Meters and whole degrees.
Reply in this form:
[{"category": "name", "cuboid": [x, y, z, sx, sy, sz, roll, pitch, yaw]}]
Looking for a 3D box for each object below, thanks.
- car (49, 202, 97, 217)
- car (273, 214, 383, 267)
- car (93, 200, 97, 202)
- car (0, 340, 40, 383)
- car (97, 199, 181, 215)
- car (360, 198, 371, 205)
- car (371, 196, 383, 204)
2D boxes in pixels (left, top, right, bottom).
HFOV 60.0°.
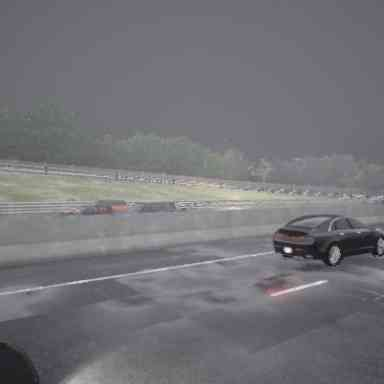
[{"category": "car", "cuboid": [-6.301, 1.557, 20.987, 5.357, 1.411, 2.033, 0, 0, -35]}, {"category": "car", "cuboid": [4.893, 1.520, 11.523, 4.892, 1.490, 1.837, 0, 0, -35]}, {"category": "car", "cuboid": [-6.830, 1.364, 24.904, 4.553, 1.767, 2.097, 0, 0, -35]}, {"category": "car", "cuboid": [-2.921, 1.562, 1.660, 4.181, 1.385, 1.994, 0, 0, -36]}, {"category": "car", "cuboid": [-2.746, 1.365, 19.219, 4.553, 1.767, 2.097, 0, 0, -35]}, {"category": "car", "cuboid": [26.393, 1.608, 48.488, 4.674, 1.442, 1.812, 0, 0, -35]}, {"category": "car", "cuboid": [26.838, 1.299, 44.522, 5.566, 2.045, 2.150, 0, 0, -35]}]
